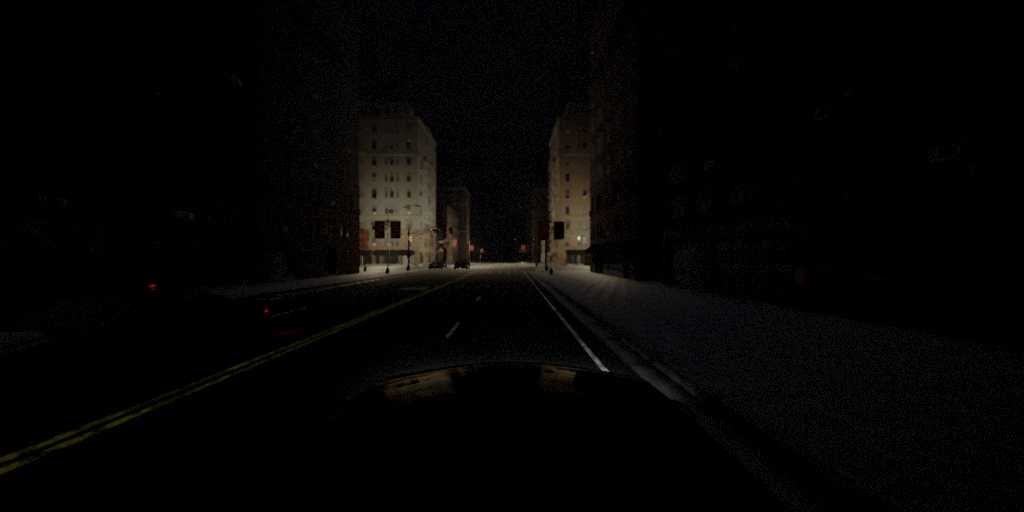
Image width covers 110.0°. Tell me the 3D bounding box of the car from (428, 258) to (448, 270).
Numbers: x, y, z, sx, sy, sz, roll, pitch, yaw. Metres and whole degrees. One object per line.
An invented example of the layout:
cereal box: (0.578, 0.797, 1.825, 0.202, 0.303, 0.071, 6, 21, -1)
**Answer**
car: (-9.733, 1.057, 47.287, 2.128, 1.511, 4.902, 0, 0, 0)

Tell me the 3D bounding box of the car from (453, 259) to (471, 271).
car: (-6.484, 1.111, 47.286, 2.033, 1.411, 5.357, 0, 0, 0)

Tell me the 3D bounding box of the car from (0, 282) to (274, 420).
car: (-6.599, 1.313, 6.150, 2.033, 1.411, 5.357, 0, 0, 0)

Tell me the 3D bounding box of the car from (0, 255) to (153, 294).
car: (-9.849, 0.989, 6.556, 2.150, 2.045, 5.566, 0, 0, 0)
